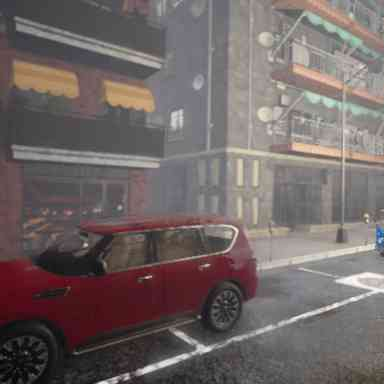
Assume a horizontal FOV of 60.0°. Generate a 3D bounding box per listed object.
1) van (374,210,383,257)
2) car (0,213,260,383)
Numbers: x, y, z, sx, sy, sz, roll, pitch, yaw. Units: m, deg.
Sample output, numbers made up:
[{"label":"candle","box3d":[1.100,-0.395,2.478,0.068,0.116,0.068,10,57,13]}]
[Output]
[{"label":"van","box3d":[8.135,1.424,11.885,3.998,1.788,1.690,0,0,-35]},{"label":"car","box3d":[-1.099,1.328,5.300,5.009,1.841,2.192,0,0,-35]}]
